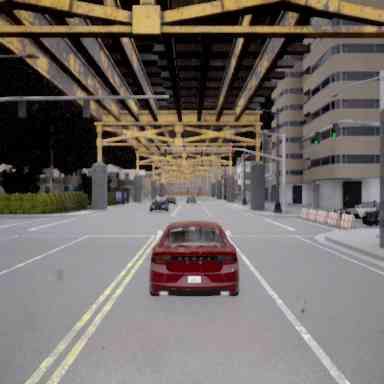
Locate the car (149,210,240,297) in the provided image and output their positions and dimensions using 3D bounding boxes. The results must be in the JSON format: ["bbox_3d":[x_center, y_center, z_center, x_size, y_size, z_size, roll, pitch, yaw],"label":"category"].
[{"bbox_3d":[0.053,1.472,8.643,1.882,1.535,5.008,0,0,0],"label":"car"}]

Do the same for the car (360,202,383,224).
[{"bbox_3d":[13.259,1.281,21.361,4.536,1.218,1.853,0,0,-20],"label":"car"}]

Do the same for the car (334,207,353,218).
[{"bbox_3d":[13.574,1.278,25.481,4.536,1.218,1.853,0,0,25],"label":"car"}]

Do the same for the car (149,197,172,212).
[{"bbox_3d":[-3.684,1.538,38.282,1.994,1.385,4.181,0,0,0],"label":"car"}]

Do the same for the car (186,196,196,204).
[{"bbox_3d":[-0.153,1.504,63.319,2.033,1.411,5.357,0,0,0],"label":"car"}]

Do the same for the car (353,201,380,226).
[{"bbox_3d":[13.211,1.438,21.343,4.974,1.542,2.038,0,0,-20],"label":"car"}]

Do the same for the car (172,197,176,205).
[{"bbox_3d":[-3.684,1.508,57.824,2.033,1.411,5.357,0,0,0],"label":"car"}]
